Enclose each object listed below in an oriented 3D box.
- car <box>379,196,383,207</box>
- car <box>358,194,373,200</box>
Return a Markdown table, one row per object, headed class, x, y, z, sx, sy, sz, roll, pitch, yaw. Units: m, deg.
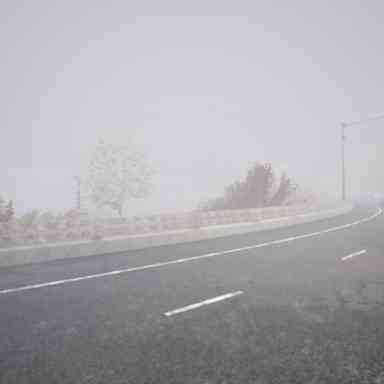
| class | x | y | z | sx | sy | sz | roll | pitch | yaw |
| --- | --- | --- | --- | --- | --- | --- | --- | --- | --- |
| car | 27.840 | 1.135 | 46.975 | 2.097 | 1.767 | 4.553 | 0 | 0 | 24 |
| car | 43.545 | 1.117 | 83.452 | 1.882 | 1.535 | 5.008 | 0 | 0 | 2 |
